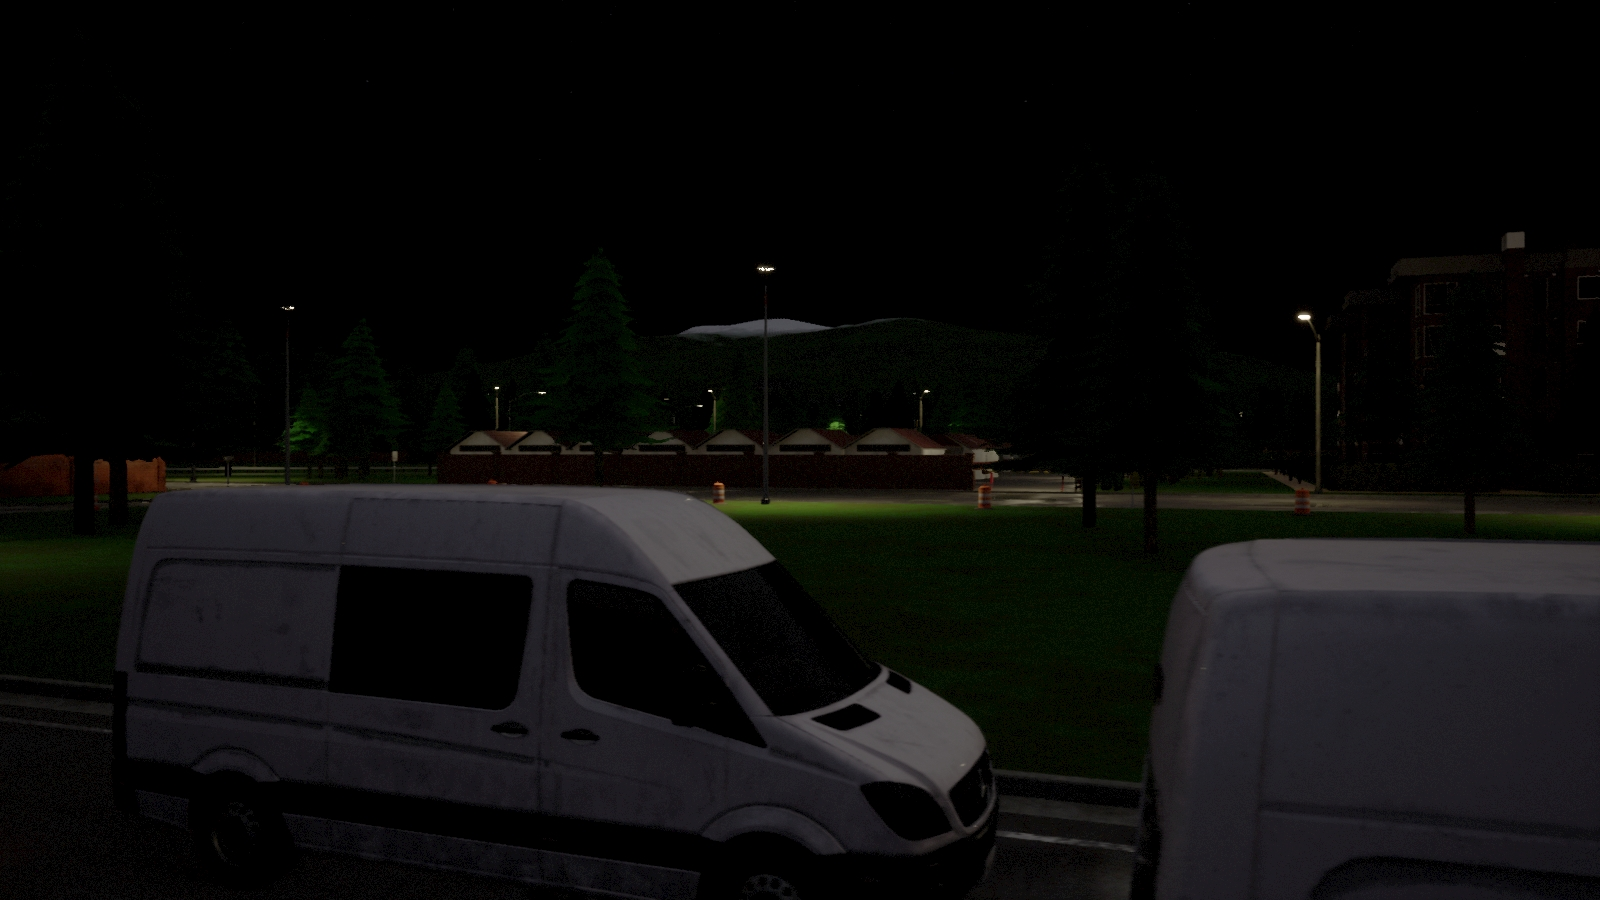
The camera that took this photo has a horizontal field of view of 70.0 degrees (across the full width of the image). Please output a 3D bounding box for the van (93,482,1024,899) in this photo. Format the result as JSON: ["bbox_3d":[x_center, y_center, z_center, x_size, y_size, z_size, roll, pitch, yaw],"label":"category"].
[{"bbox_3d":[-1.642,1.537,7.625,5.915,2.561,1.988,0,0,20],"label":"van"}]

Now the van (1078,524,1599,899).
[{"bbox_3d":[3.622,1.534,1.986,5.915,2.561,1.988,0,0,20],"label":"van"}]
